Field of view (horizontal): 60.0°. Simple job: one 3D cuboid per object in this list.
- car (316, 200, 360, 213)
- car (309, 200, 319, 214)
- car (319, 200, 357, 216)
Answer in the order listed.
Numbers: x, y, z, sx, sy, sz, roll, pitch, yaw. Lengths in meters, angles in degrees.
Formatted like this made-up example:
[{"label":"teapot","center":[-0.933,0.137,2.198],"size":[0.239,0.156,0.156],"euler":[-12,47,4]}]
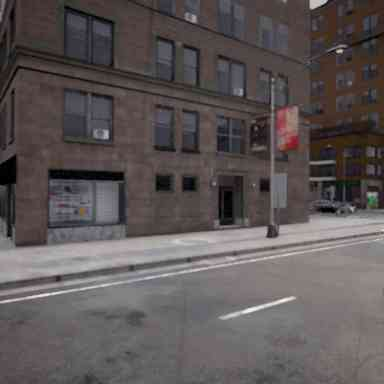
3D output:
[{"label":"car","center":[17.018,1.668,38.908],"size":[1.947,1.339,4.313],"euler":[0,0,-35]},{"label":"car","center":[10.464,1.492,34.279],"size":[1.967,1.590,4.097],"euler":[0,0,-35]},{"label":"car","center":[13.944,1.560,33.749],"size":[2.128,1.511,4.902],"euler":[0,0,-35]}]
